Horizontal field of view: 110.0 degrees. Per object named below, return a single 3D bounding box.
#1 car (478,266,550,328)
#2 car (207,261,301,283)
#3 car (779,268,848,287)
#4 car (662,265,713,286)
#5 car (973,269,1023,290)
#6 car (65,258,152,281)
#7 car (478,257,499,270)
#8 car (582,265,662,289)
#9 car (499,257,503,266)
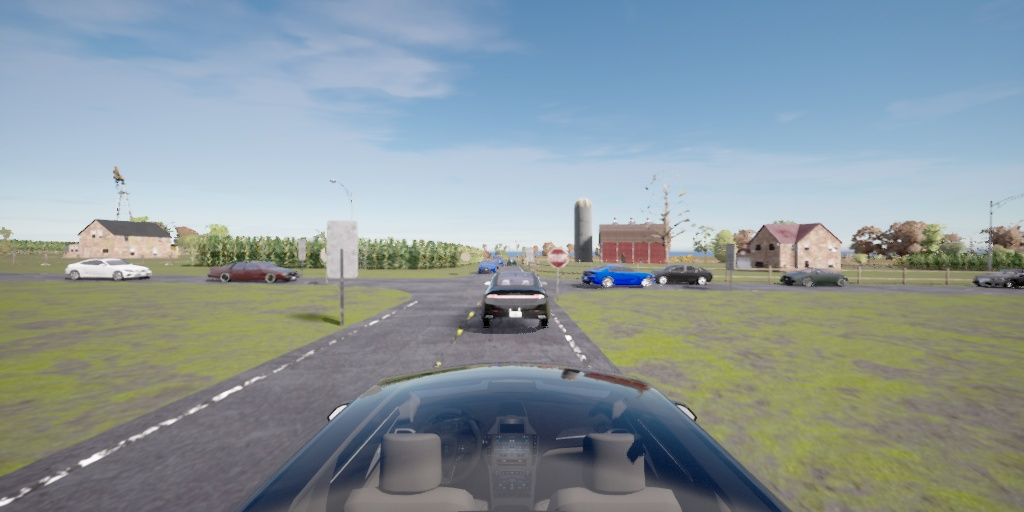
[{"bbox_3d":[0.127,1.232,11.319,2.128,1.511,4.902,0,0,1],"label":"car"},{"bbox_3d":[-17.507,1.064,24.414,5.357,1.411,2.033,1,1,0],"label":"car"},{"bbox_3d":[23.077,1.623,27.500,4.181,1.385,1.994,1,1,0],"label":"car"},{"bbox_3d":[12.740,1.421,27.513,4.892,1.490,1.837,1,1,1],"label":"car"},{"bbox_3d":[38.609,1.757,27.531,4.902,1.511,2.128,1,1,0],"label":"car"},{"bbox_3d":[-27.381,0.896,24.381,4.674,1.442,1.812,1,1,0],"label":"car"},{"bbox_3d":[-2.811,1.213,41.119,1.882,1.535,5.008,0,0,-1],"label":"car"},{"bbox_3d":[7.226,1.351,24.212,5.008,1.535,1.882,1,-1,-16],"label":"car"},{"bbox_3d":[-2.815,1.286,53.269,2.033,1.411,5.357,0,0,0],"label":"car"}]
